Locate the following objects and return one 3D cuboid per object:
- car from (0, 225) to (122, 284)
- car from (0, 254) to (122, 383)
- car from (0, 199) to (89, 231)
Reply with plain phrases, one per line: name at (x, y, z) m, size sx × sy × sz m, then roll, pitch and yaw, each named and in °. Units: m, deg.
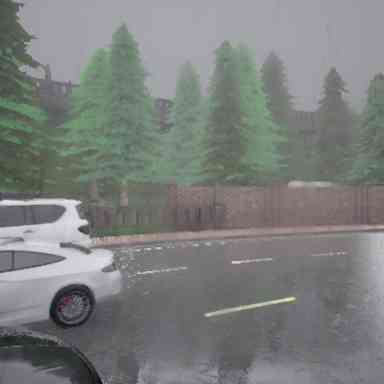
car at (-3.514, 1.532, 5.522) m, size 4.674 × 1.442 × 1.812 m, roll -1°, pitch 0°, yaw -33°
car at (-2.821, 1.505, 1.506) m, size 4.902 × 1.511 × 2.128 m, roll 0°, pitch 0°, yaw -39°
car at (-5.430, 1.230, 8.500) m, size 5.566 × 2.045 × 2.150 m, roll -1°, pitch 0°, yaw -33°
